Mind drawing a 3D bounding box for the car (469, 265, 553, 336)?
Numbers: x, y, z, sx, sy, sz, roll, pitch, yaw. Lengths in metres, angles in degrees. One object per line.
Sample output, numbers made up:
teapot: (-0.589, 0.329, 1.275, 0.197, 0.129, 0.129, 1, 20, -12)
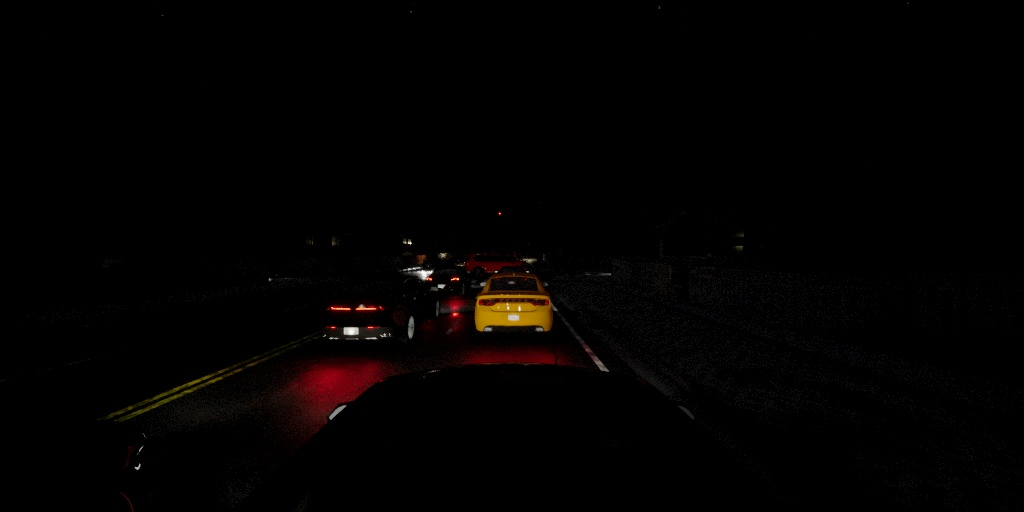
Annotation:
car: (0.058, 1.209, 10.443, 1.882, 1.535, 5.008, 0, 0, 0)

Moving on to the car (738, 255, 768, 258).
car: (22.751, 0.734, 34.760, 4.553, 1.767, 2.097, 0, 1, -2)

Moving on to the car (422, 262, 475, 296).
car: (-3.257, 1.212, 18.866, 1.812, 1.442, 4.674, 0, 0, 1)

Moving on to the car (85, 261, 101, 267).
car: (-40.052, 1.095, 32.218, 5.566, 2.045, 2.150, 0, 1, 5)

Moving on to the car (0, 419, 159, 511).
car: (-3.148, 1.228, 0.147, 1.882, 1.535, 5.008, 0, 0, 0)

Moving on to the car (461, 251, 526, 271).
car: (-1.319, 0.820, 31.134, 5.566, 2.045, 2.150, -1, 0, -1)

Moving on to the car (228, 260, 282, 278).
car: (-22.629, 1.117, 31.126, 4.553, 1.767, 2.097, -1, 1, 2)

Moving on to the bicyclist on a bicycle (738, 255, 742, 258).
bicyclist on a bicycle: (18.391, 0.781, 28.771, 0.582, 1.620, 1.656, 0, 0, -2)

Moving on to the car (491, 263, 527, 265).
car: (-0.002, 1.247, 19.332, 1.994, 1.385, 4.181, 0, 0, 1)

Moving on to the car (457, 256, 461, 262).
car: (-9.949, 0.655, 63.912, 1.882, 1.535, 5.008, 0, 1, 0)

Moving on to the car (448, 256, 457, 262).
car: (-9.963, 0.904, 54.306, 1.994, 1.385, 4.181, 0, 1, 0)

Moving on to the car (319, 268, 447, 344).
car: (-3.194, 1.239, 9.557, 1.837, 1.490, 4.892, 0, 0, 0)

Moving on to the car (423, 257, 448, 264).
car: (-9.942, 0.932, 45.122, 2.128, 1.511, 4.902, 0, 1, 0)

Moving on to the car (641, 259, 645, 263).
car: (12.776, 1.011, 34.495, 5.357, 1.411, 2.033, -1, 1, -6)
